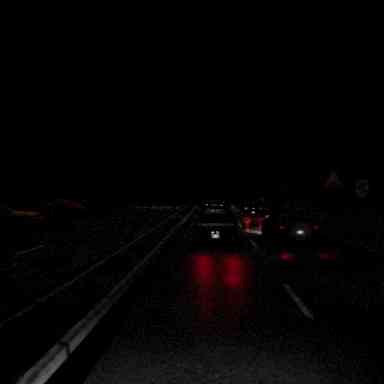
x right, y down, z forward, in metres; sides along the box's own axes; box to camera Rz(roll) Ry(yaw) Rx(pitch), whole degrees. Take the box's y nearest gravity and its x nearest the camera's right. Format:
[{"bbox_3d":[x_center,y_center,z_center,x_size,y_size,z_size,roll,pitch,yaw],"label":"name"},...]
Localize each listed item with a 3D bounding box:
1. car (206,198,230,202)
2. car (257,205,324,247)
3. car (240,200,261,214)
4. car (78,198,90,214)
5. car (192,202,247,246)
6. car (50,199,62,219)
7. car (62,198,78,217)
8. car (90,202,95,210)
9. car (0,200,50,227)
[{"bbox_3d":[1.984,1.269,29.996,2.128,1.511,4.902,0,1,4],"label":"car"},{"bbox_3d":[4.286,1.505,14.784,1.994,1.385,4.181,0,0,4],"label":"car"},{"bbox_3d":[5.230,1.378,29.821,1.895,1.301,4.718,0,1,4],"label":"car"},{"bbox_3d":[-12.390,1.379,30.438,5.008,1.535,2.097,0,1,4],"label":"car"},{"bbox_3d":[1.042,1.438,14.991,2.128,1.511,4.902,0,0,4],"label":"car"},{"bbox_3d":[-12.778,1.468,24.948,4.792,1.488,2.163,0,0,4],"label":"car"},{"bbox_3d":[-12.578,1.410,27.691,4.892,1.521,2.231,0,1,4],"label":"car"},{"bbox_3d":[-12.212,1.348,33.187,4.892,1.521,2.231,0,1,4],"label":"car"},{"bbox_3d":[-12.741,1.458,22.180,5.366,1.575,1.946,0,0,4],"label":"car"}]
